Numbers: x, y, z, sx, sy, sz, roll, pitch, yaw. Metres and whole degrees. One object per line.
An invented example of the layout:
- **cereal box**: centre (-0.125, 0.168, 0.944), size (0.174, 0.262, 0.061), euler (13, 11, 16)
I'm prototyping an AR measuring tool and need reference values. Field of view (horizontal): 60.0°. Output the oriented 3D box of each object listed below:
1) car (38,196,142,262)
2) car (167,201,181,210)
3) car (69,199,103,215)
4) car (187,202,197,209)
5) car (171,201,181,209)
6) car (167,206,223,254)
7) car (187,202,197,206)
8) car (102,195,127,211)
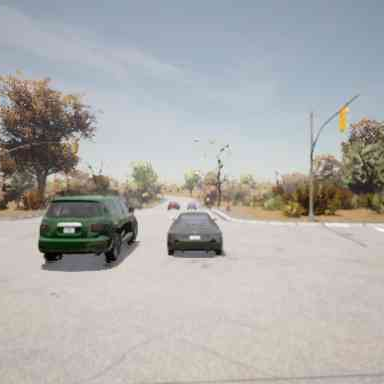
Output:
- **car**: centre (-3.400, 1.143, 11.901), size (2.150, 2.045, 5.566), euler (0, 0, 0)
- **car**: centre (-3.493, 2.462, 62.975), size (2.097, 1.767, 4.553), euler (0, -3, 0)
- **car**: centre (-10.584, 1.456, 33.635), size (1.837, 1.490, 4.892), euler (0, -1, 0)
- **car**: centre (0.008, 2.943, 73.015), size (1.994, 1.385, 4.181), euler (0, -3, 0)
- **car**: centre (-3.492, 2.869, 73.019), size (1.882, 1.535, 5.008), euler (0, -3, 0)
- **car**: centre (0.100, 1.478, 13.112), size (1.994, 1.385, 4.181), euler (0, 0, 0)
- **car**: centre (0.007, 2.640, 62.580), size (2.033, 1.411, 5.357), euler (0, -3, 0)
- **car**: centre (-10.577, 1.572, 45.960), size (2.150, 2.045, 5.566), euler (0, -2, 0)
